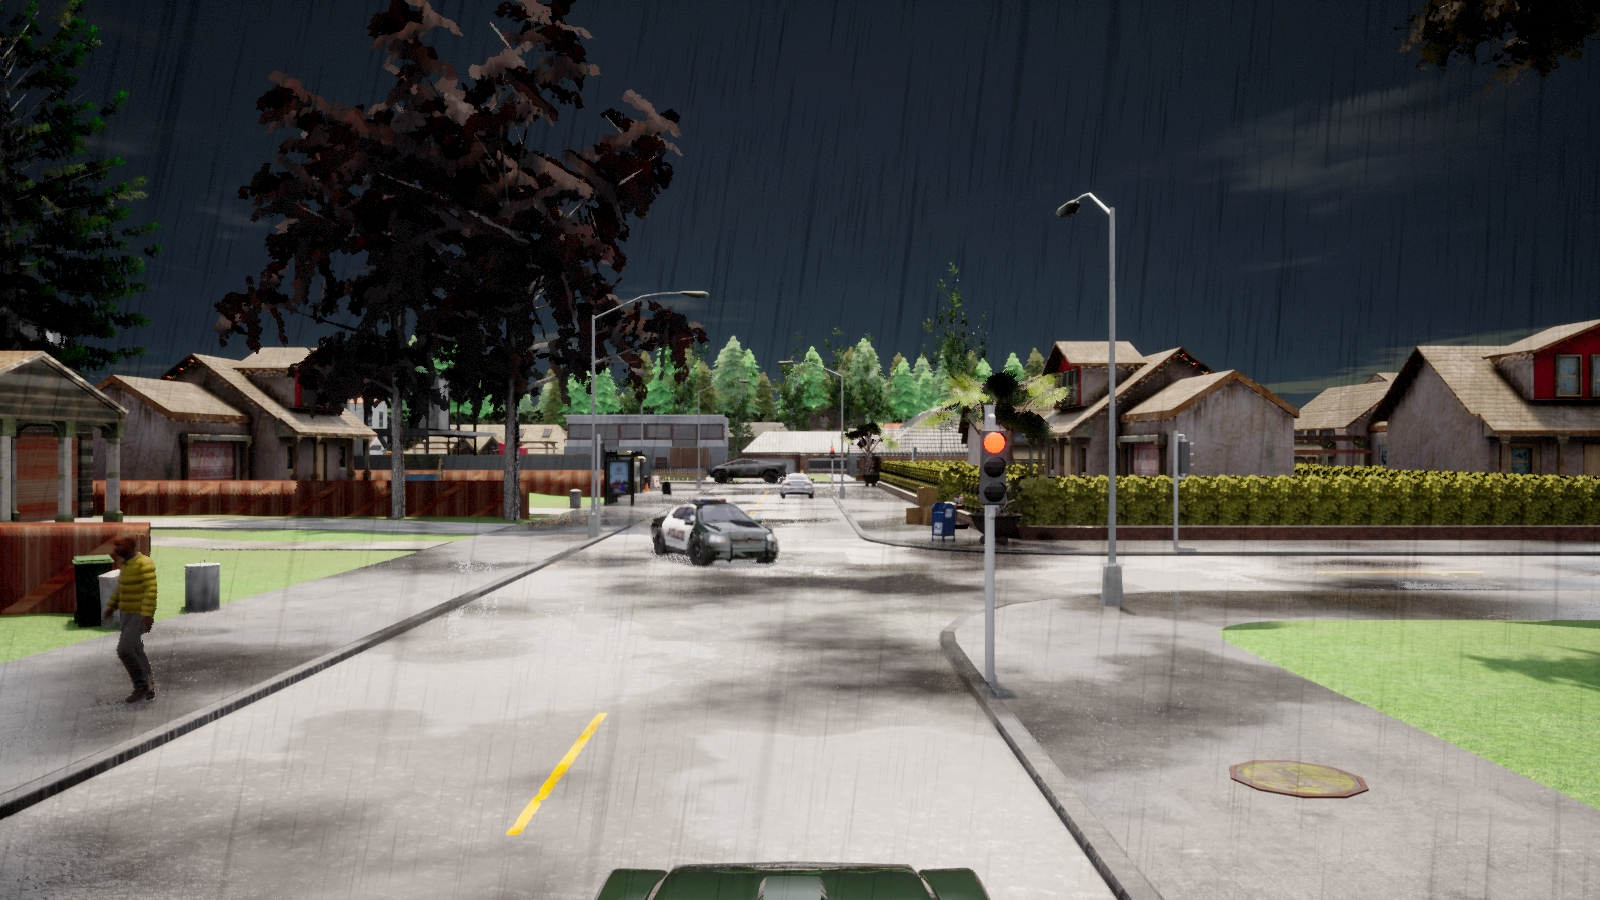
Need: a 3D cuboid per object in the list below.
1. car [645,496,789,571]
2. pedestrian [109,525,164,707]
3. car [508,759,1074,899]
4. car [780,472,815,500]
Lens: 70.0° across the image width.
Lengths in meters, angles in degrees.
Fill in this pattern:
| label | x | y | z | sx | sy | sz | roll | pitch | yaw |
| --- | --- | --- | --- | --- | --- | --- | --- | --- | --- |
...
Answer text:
| label | x | y | z | sx | sy | sz | roll | pitch | yaw |
| --- | --- | --- | --- | --- | --- | --- | --- | --- | --- |
| car | -2.222 | 2.037 | 29.063 | 2.038 | 1.542 | 4.974 | 0 | 0 | -25 |
| pedestrian | -7.054 | 1.746 | 12.147 | 0.375 | 1.860 | 0.375 | 0 | 0 | 33 |
| car | -0.028 | 2.155 | 3.193 | 1.895 | 1.301 | 4.718 | 0 | 0 | 0 |
| car | -0.164 | 2.081 | 66.907 | 2.002 | 1.442 | 4.674 | 0 | 0 | 0 |
